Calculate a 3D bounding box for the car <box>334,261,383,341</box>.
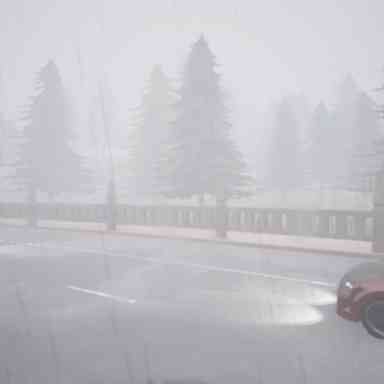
[{"bbox_3d":[4.456,1.547,5.038,4.181,1.385,1.994,0,0,35],"label":"car"}]
